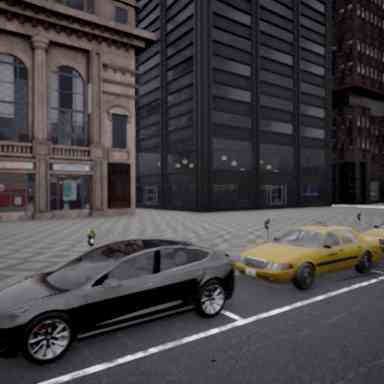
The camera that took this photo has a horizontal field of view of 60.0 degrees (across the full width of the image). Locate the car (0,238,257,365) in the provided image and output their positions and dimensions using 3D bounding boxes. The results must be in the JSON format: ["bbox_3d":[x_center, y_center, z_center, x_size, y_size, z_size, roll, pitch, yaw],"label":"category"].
[{"bbox_3d":[-1.146,1.560,5.833,4.313,1.339,1.947,0,0,-35],"label":"car"}]

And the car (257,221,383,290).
[{"bbox_3d":[3.310,1.507,9.007,4.829,1.417,1.752,0,0,-35],"label":"car"}]
